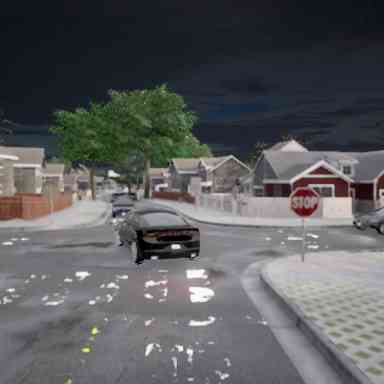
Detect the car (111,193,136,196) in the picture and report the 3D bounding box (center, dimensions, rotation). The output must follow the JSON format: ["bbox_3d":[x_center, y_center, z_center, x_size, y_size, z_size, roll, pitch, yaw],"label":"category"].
[{"bbox_3d":[-7.764,1.110,37.706,2.033,1.411,5.357,0,1,-14],"label":"car"}]

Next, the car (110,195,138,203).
[{"bbox_3d":[-5.549,1.231,27.304,2.033,1.411,5.357,0,1,-10],"label":"car"}]

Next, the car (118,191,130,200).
[{"bbox_3d":[-13.614,0.686,66.562,1.882,1.535,5.008,-1,1,-16],"label":"car"}]

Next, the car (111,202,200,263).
[{"bbox_3d":[-1.398,1.338,11.587,1.882,1.535,5.008,1,1,-22],"label":"car"}]

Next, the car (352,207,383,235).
[{"bbox_3d":[11.033,1.431,17.914,4.674,1.442,1.812,1,2,-12],"label":"car"}]
